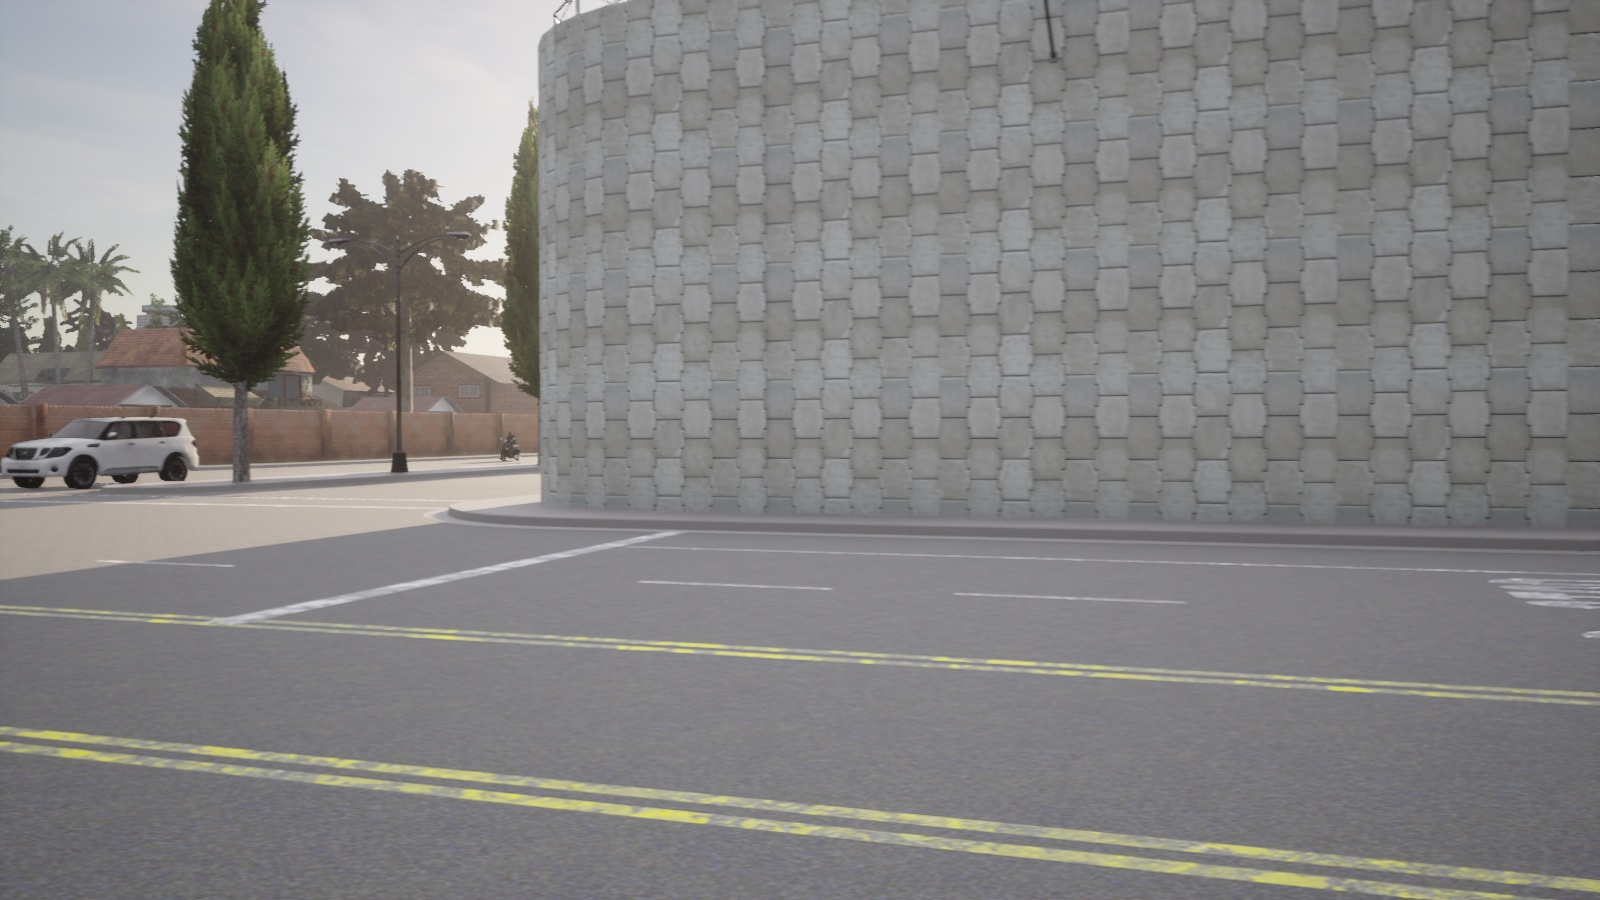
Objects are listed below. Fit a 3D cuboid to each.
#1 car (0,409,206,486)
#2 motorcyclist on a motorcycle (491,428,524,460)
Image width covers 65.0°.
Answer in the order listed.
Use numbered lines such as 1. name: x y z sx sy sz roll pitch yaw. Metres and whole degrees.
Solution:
1. car: -20.314 -0.119 36.637 2.150 2.045 5.566 1 1 18
2. motorcyclist on a motorcycle: -14.970 -0.306 64.329 0.866 1.590 1.817 1 1 18
